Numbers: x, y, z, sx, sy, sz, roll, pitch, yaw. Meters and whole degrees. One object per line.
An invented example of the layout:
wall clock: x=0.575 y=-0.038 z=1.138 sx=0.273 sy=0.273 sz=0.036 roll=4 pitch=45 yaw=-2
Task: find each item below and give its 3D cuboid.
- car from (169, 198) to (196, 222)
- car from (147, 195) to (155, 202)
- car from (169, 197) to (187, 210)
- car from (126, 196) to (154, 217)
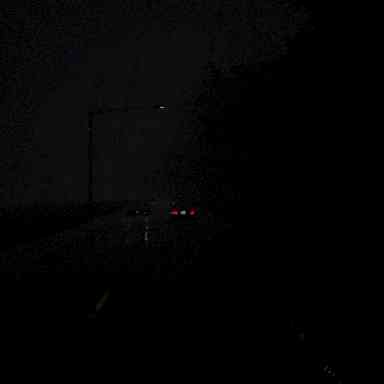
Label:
car: x=-0.674 y=1.453 z=25.203 sx=2.033 sy=1.411 sz=5.357 roll=0 pitch=0 yaw=-3
car: x=-8.513 y=1.309 z=67.580 sx=1.895 sy=1.301 sz=4.718 roll=0 pitch=0 yaw=-8
car: x=-1.855 y=1.388 z=41.467 sx=2.033 sy=1.411 sz=5.357 roll=0 pitch=0 yaw=-5
car: x=-4.656 y=1.385 z=29.656 sx=1.837 sy=1.490 sz=4.892 roll=0 pitch=0 yaw=-4
